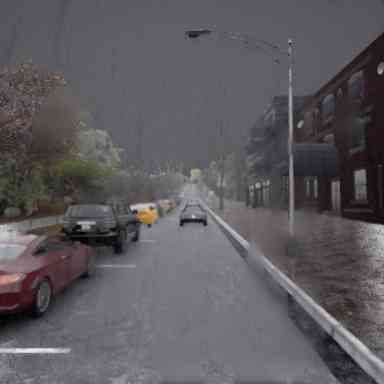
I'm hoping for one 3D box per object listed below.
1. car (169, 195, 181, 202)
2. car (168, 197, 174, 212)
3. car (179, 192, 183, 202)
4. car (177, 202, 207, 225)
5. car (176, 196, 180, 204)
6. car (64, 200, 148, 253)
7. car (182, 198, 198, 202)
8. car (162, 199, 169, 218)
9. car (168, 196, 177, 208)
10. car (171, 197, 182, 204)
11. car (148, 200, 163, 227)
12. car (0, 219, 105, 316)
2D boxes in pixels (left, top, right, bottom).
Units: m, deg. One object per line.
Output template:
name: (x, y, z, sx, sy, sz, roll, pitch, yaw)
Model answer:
car: (-3.649, 1.825, 57.404, 2.097, 1.535, 5.008, 0, 0, 2)
car: (-3.642, 1.720, 39.925, 1.946, 1.575, 5.366, 0, 0, 2)
car: (-3.648, 1.601, 66.359, 2.435, 2.045, 5.566, 0, 0, 2)
car: (0.101, 1.695, 25.097, 1.994, 1.385, 4.181, 0, 0, 0)
car: (-3.649, 1.811, 51.863, 2.231, 1.521, 4.892, 0, -1, 2)
car: (-3.652, 1.339, 14.242, 2.435, 2.045, 5.566, 0, 0, 1)
car: (0.102, 1.781, 41.848, 2.033, 1.411, 5.357, 0, 0, 0)
car: (-3.650, 1.660, 29.673, 2.097, 1.535, 5.008, 0, 0, 2)
car: (-3.650, 1.776, 46.307, 2.097, 1.535, 5.008, 0, 0, 2)
car: (-3.659, 1.973, 79.615, 2.163, 1.488, 4.792, -1, 0, 2)
car: (-3.650, 1.615, 24.125, 2.097, 1.535, 5.008, 0, 0, 2)
car: (-3.652, 1.583, 7.496, 2.002, 1.452, 4.674, 0, 0, 0)
